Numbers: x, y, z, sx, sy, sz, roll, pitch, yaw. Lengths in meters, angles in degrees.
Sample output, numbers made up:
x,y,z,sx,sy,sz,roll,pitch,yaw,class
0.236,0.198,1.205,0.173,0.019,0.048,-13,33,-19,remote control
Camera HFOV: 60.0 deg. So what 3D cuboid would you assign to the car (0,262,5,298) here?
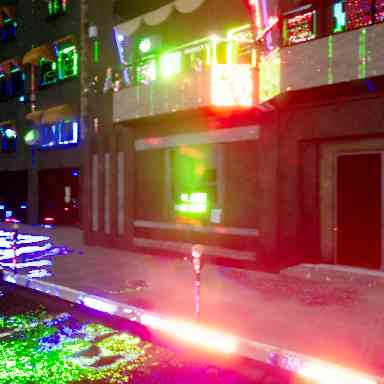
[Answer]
x,y,z,sx,sy,sz,roll,pitch,yaw,class
-5.500,1.528,6.788,4.403,1.369,2.008,0,0,35,car
